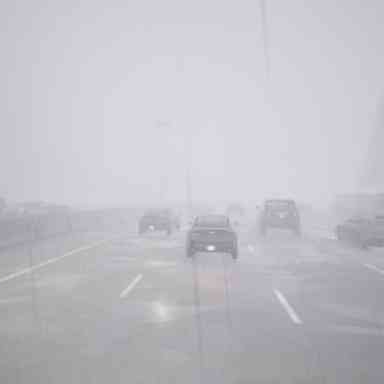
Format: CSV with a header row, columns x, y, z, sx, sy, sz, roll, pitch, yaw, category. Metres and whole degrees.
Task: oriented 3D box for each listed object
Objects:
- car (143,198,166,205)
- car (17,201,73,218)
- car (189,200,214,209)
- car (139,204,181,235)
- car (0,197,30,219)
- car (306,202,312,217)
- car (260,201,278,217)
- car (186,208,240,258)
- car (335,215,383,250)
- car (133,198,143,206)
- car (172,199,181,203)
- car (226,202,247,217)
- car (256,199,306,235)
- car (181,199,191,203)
x,y,z,sx,sy,sz,roll,pitch,yaw,category
-7.159,2.137,66.814,2.033,1.411,5.357,0,-1,23,car
-11.613,1.718,27.232,1.837,1.490,4.892,0,-1,10,car
1.377,1.874,37.063,1.812,1.442,4.674,0,-1,14,car
-1.856,1.688,20.373,1.837,1.490,4.892,0,-1,8,car
-14.686,1.578,29.782,2.097,1.767,4.553,0,-1,11,car
12.176,1.888,36.811,1.837,1.490,4.892,0,-1,15,car
8.840,1.859,37.864,1.882,1.535,5.008,0,-1,15,car
0.855,1.634,13.488,1.837,1.490,4.892,0,-1,5,car
8.072,1.733,15.190,1.994,1.385,4.181,0,-1,6,car
-10.319,2.098,68.338,1.837,1.490,4.892,0,-1,23,car
-2.485,2.154,68.800,2.128,1.511,4.902,0,-1,24,car
4.843,1.859,36.416,1.837,1.490,4.892,0,-1,14,car
5.191,1.429,20.467,2.150,2.045,5.566,0,-1,8,car
0.175,2.219,66.211,1.895,1.301,4.718,0,-1,24,car
